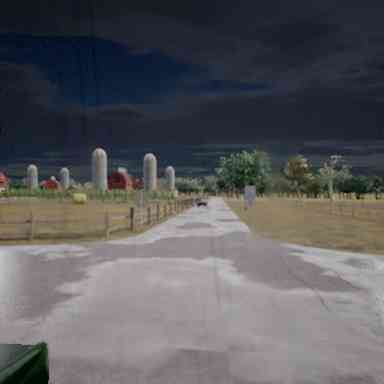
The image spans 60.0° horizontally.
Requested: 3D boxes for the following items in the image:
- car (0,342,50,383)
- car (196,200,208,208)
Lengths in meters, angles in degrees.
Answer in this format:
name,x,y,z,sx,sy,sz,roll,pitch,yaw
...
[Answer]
name,x,y,z,sx,sy,sz,roll,pitch,yaw
car,-2.427,1.618,0.961,1.895,1.301,4.718,0,-1,4
car,1.779,1.953,56.791,1.895,1.301,4.718,0,0,4
